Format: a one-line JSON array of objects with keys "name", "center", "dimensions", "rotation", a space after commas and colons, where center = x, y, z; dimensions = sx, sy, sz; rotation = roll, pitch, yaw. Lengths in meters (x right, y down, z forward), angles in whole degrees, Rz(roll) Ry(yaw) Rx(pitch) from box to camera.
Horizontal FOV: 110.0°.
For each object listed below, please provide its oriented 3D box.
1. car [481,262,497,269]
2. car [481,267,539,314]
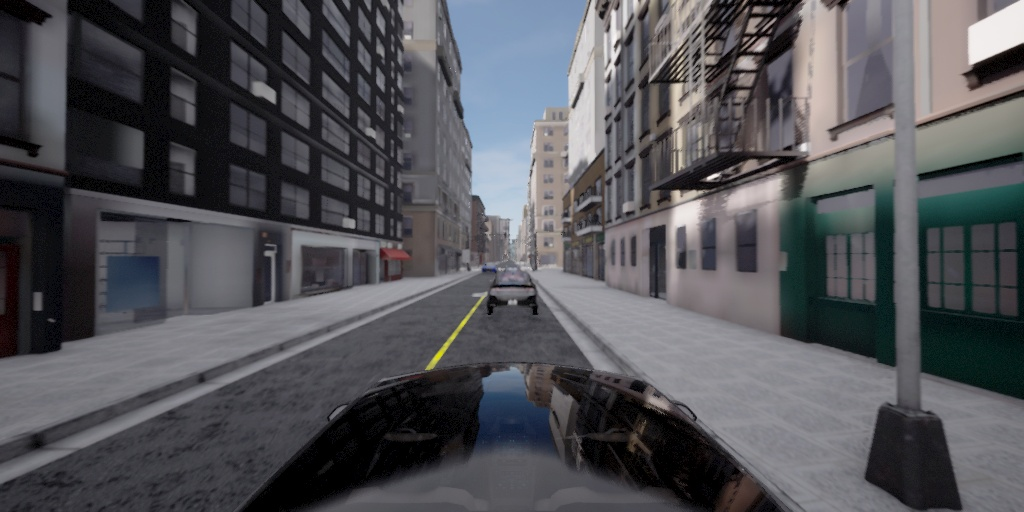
[{"name": "car", "center": [-3.068, 1.622, 48.965], "dimensions": [1.882, 1.535, 5.008], "rotation": [0, -1, 0]}, {"name": "car", "center": [0.041, 1.350, 14.253], "dimensions": [2.128, 1.511, 4.902], "rotation": [0, 0, 1]}]
